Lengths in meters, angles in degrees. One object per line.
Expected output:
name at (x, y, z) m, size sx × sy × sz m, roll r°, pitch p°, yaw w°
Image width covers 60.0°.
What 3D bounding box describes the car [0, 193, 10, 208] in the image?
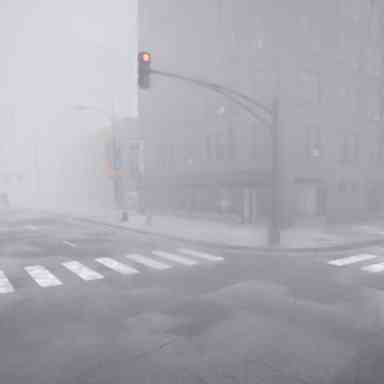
car at (-28.023, 1.207, 48.351) m, size 2.150 × 2.045 × 5.566 m, roll 0°, pitch 0°, yaw -36°
